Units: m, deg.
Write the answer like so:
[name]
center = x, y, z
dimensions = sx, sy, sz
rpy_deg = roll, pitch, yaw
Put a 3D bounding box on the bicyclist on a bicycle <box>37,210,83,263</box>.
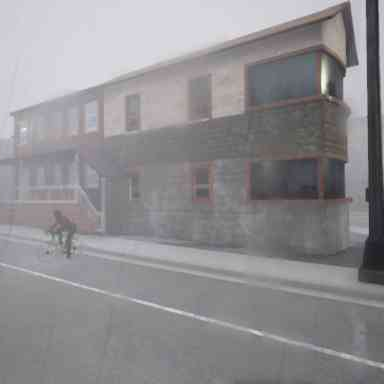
[bicyclist on a bicycle]
center = -4.206, 1.413, 10.736
dimensions = 0.582, 1.620, 1.656
rpy_deg = 0, 0, 35
